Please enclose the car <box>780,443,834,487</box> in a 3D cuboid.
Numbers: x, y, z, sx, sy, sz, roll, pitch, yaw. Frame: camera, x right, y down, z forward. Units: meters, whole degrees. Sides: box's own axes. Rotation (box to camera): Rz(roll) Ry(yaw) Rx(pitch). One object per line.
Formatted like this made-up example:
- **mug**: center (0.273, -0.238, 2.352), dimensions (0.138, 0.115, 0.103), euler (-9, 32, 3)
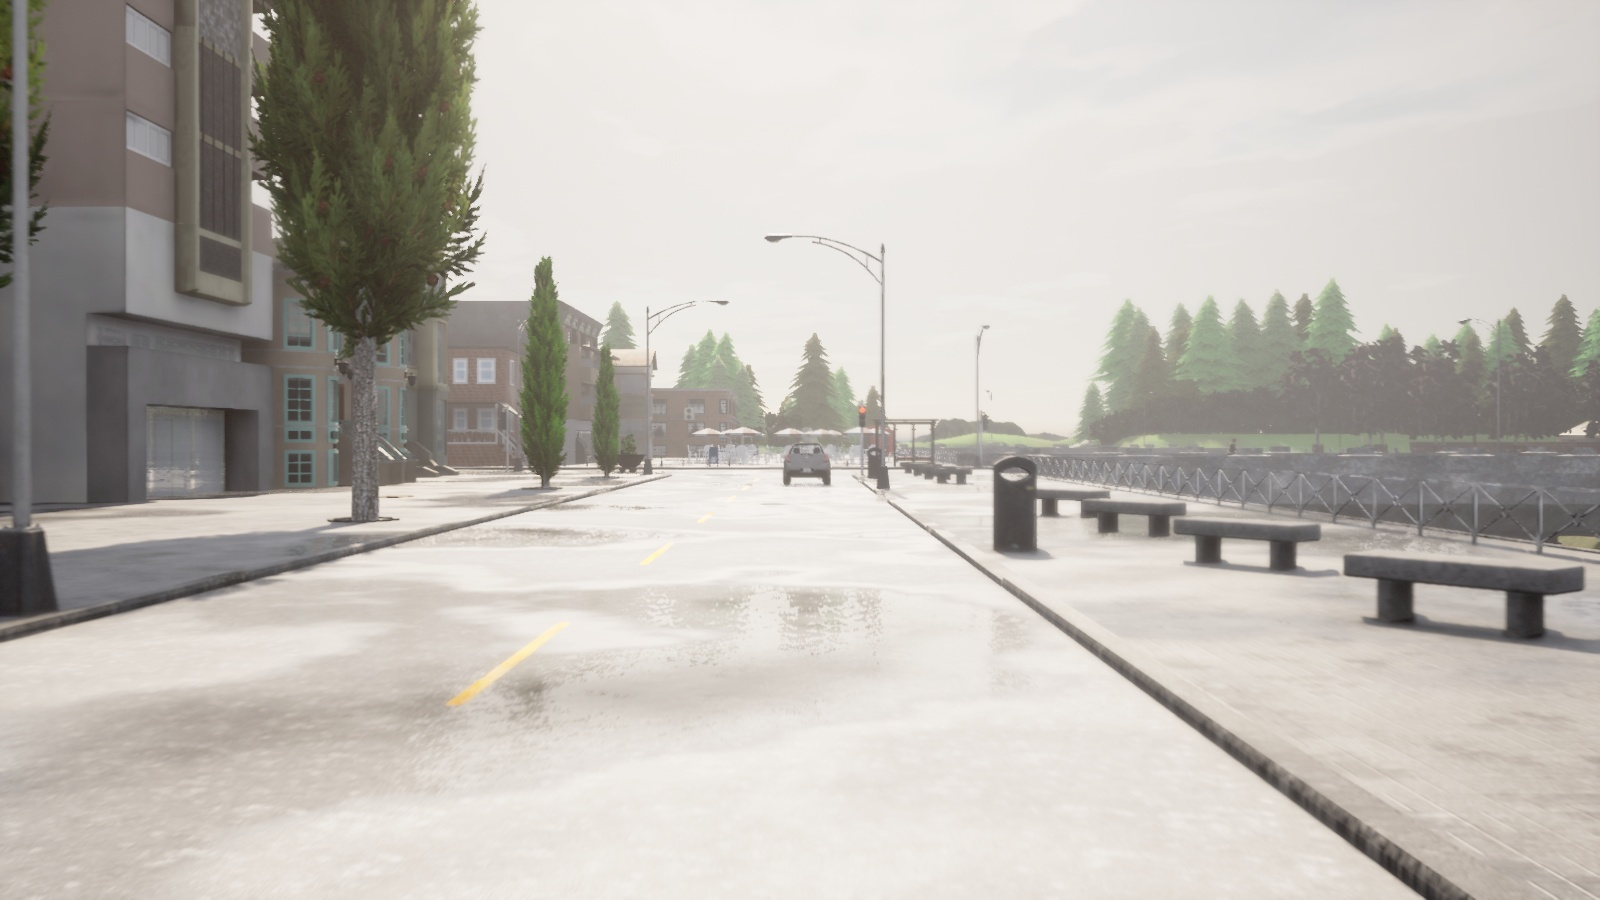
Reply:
- **car**: center (0.250, 0.506, 44.981), dimensions (1.845, 1.501, 3.633), euler (0, 0, 0)
